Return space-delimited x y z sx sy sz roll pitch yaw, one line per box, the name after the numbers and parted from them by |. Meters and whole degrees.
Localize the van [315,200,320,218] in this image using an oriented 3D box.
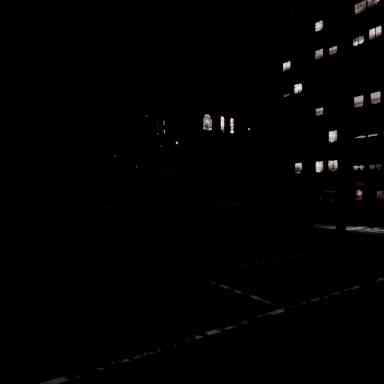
10.486 1.646 32.536 1.690 1.788 3.998 -1 0 -36 | van
